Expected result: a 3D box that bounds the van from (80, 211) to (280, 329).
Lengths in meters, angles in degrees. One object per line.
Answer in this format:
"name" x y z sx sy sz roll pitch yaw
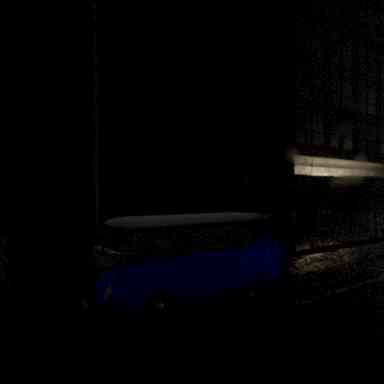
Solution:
"van" -0.028 1.322 6.624 3.998 1.788 1.690 0 0 -35
